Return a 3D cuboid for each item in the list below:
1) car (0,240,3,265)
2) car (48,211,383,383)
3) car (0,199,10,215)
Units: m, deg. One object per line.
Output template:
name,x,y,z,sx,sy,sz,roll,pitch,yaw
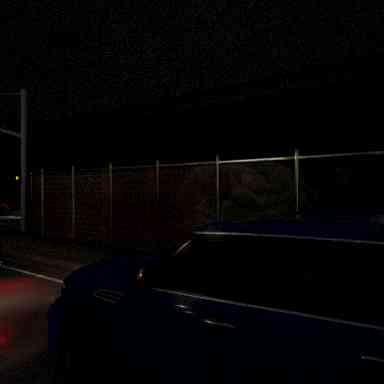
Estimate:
car,-7.128,1.492,9.074,4.902,1.511,2.128,0,0,33
car,0.887,1.221,3.358,5.566,2.045,2.150,0,0,35
car,-20.228,1.407,31.937,2.097,1.767,4.553,0,0,37
